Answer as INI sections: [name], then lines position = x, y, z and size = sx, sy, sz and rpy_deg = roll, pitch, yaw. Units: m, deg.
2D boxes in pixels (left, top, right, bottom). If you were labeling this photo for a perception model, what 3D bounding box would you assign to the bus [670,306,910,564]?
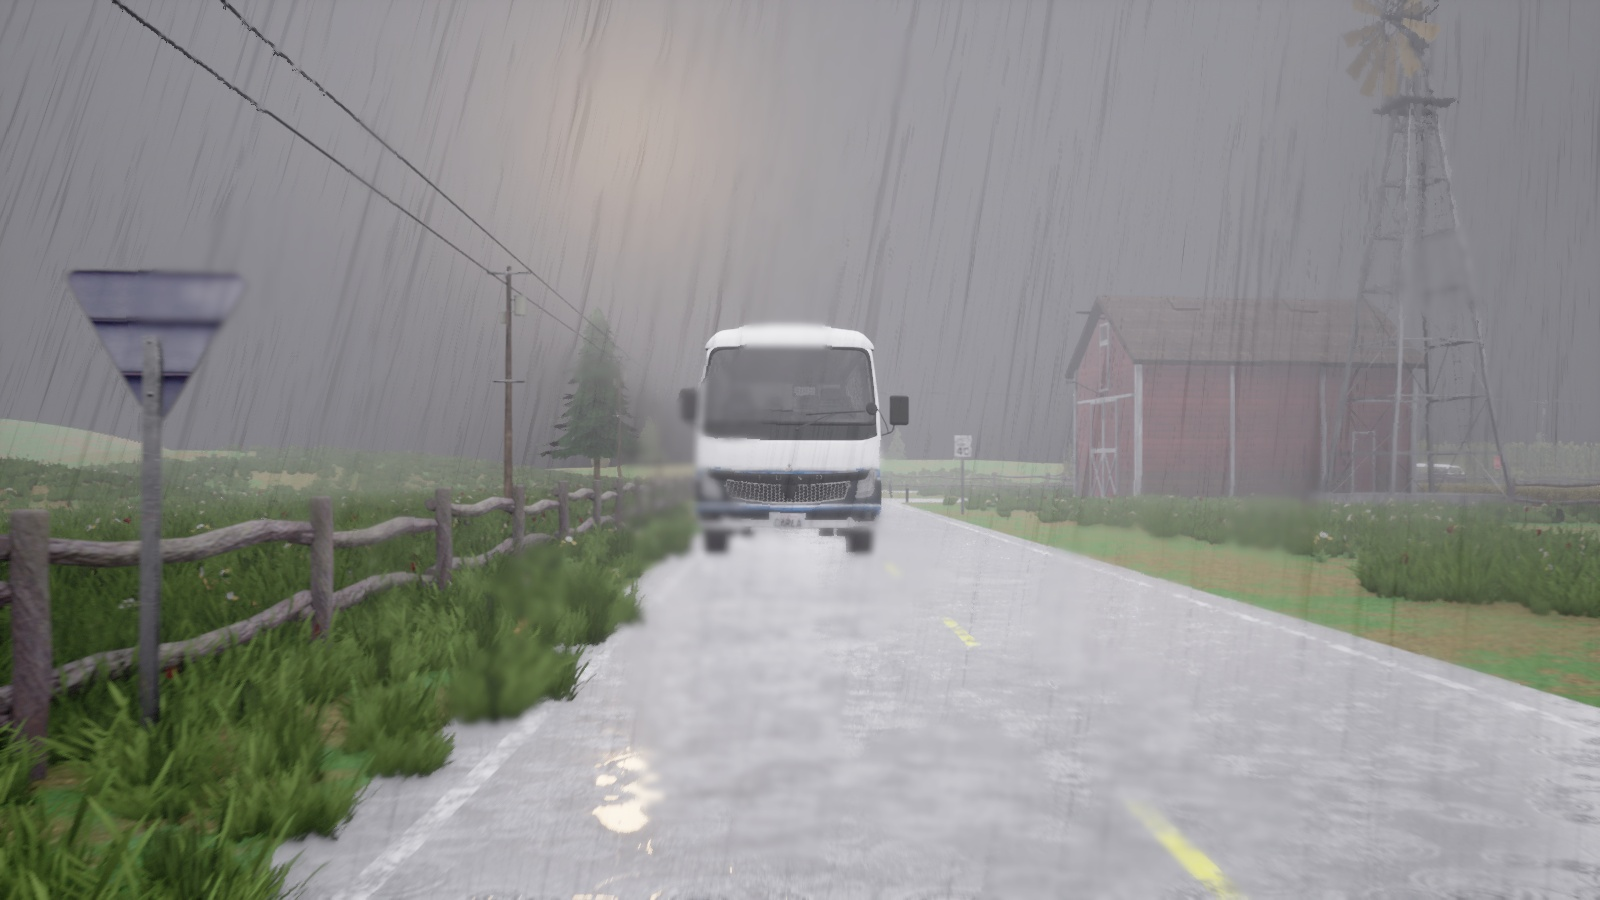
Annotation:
[bus]
position = -0.235, -0.177, 25.847
size = 3.944, 4.253, 10.273
rpy_deg = 0, -1, -1
